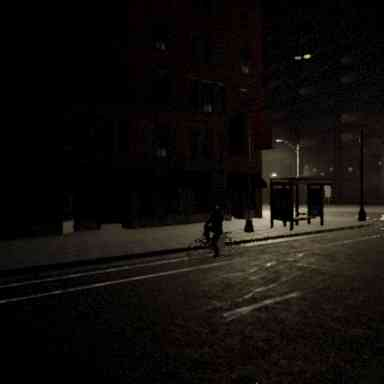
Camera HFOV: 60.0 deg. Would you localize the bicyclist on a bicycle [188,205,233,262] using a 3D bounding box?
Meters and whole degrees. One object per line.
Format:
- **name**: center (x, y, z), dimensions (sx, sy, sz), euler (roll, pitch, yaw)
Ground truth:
- **bicyclist on a bicycle**: center (0.611, 1.310, 10.753), dimensions (1.843, 1.776, 0.659), euler (0, 0, -36)
